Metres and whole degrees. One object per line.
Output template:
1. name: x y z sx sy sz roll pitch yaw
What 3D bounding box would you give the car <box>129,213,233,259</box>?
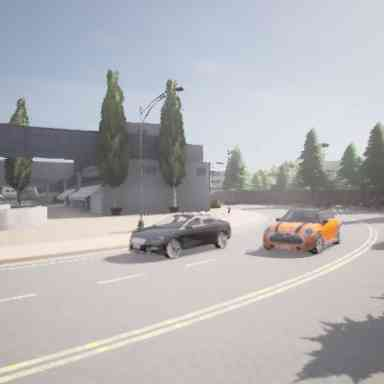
1. car: -0.298 1.648 13.494 2.128 1.511 4.902 -1 -1 42

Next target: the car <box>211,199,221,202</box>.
1. car: 5.458 2.502 85.100 1.895 1.301 4.718 0 -1 -26

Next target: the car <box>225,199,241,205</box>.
1. car: 9.383 2.285 76.933 1.837 1.490 4.892 0 -1 -26

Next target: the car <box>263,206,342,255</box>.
1. car: 4.781 1.476 14.121 2.097 1.767 4.553 -1 -1 37
